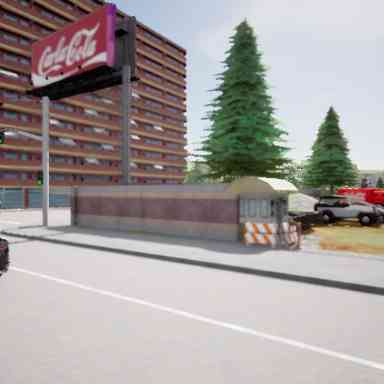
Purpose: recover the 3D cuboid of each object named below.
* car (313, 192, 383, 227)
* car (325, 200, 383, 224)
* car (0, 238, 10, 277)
[{"bbox_3d":[9.910,1.143,21.474,3.866,1.878,1.905,0,0,35],"label":"car"},{"bbox_3d":[11.847,1.334,23.533,4.193,1.474,1.816,0,0,35],"label":"car"},{"bbox_3d":[-6.753,1.461,8.774,5.008,1.535,1.882,0,0,36],"label":"car"}]
